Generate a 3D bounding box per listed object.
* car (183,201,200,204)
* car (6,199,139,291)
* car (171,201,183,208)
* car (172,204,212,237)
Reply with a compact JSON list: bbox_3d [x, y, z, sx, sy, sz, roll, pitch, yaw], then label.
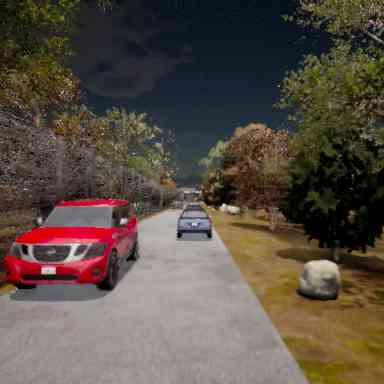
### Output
[{"bbox_3d":[0.225,1.903,39.934,1.837,1.490,4.892,0,-1,0],"label":"car"},{"bbox_3d":[-2.886,1.237,9.436,2.150,2.045,5.566,0,0,0],"label":"car"},{"bbox_3d":[-2.505,2.345,58.310,1.837,1.490,4.892,0,-2,1],"label":"car"},{"bbox_3d":[0.131,1.634,18.641,2.033,1.411,5.357,0,-1,0],"label":"car"}]
